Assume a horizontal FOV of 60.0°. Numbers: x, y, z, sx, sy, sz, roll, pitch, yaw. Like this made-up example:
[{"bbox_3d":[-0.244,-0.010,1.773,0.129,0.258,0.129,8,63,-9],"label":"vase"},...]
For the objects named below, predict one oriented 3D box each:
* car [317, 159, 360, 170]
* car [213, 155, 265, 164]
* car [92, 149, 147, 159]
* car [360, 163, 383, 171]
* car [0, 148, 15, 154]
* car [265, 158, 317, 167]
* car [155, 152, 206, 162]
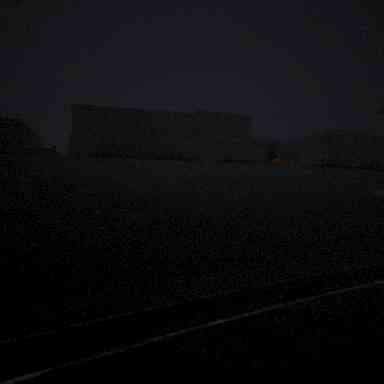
[{"bbox_3d":[14.983,-2.683,35.477,4.553,1.767,2.185,2,-3,-16],"label":"car"},{"bbox_3d":[4.324,-2.795,32.478,4.674,1.452,2.002,1,-3,-14],"label":"car"},{"bbox_3d":[-6.444,-3.060,29.935,4.892,1.521,2.231,1,-3,-13],"label":"car"},{"bbox_3d":[20.438,-2.375,37.202,4.792,1.488,2.163,2,-3,-18],"label":"car"},{"bbox_3d":[-17.117,-3.360,27.539,4.553,1.767,2.185,1,-3,-13],"label":"car"},{"bbox_3d":[9.681,-2.699,33.922,5.008,1.535,2.097,1,-3,-15],"label":"car"},{"bbox_3d":[-1.062,-2.959,31.155,4.892,1.521,2.231,1,-3,-13],"label":"car"}]
